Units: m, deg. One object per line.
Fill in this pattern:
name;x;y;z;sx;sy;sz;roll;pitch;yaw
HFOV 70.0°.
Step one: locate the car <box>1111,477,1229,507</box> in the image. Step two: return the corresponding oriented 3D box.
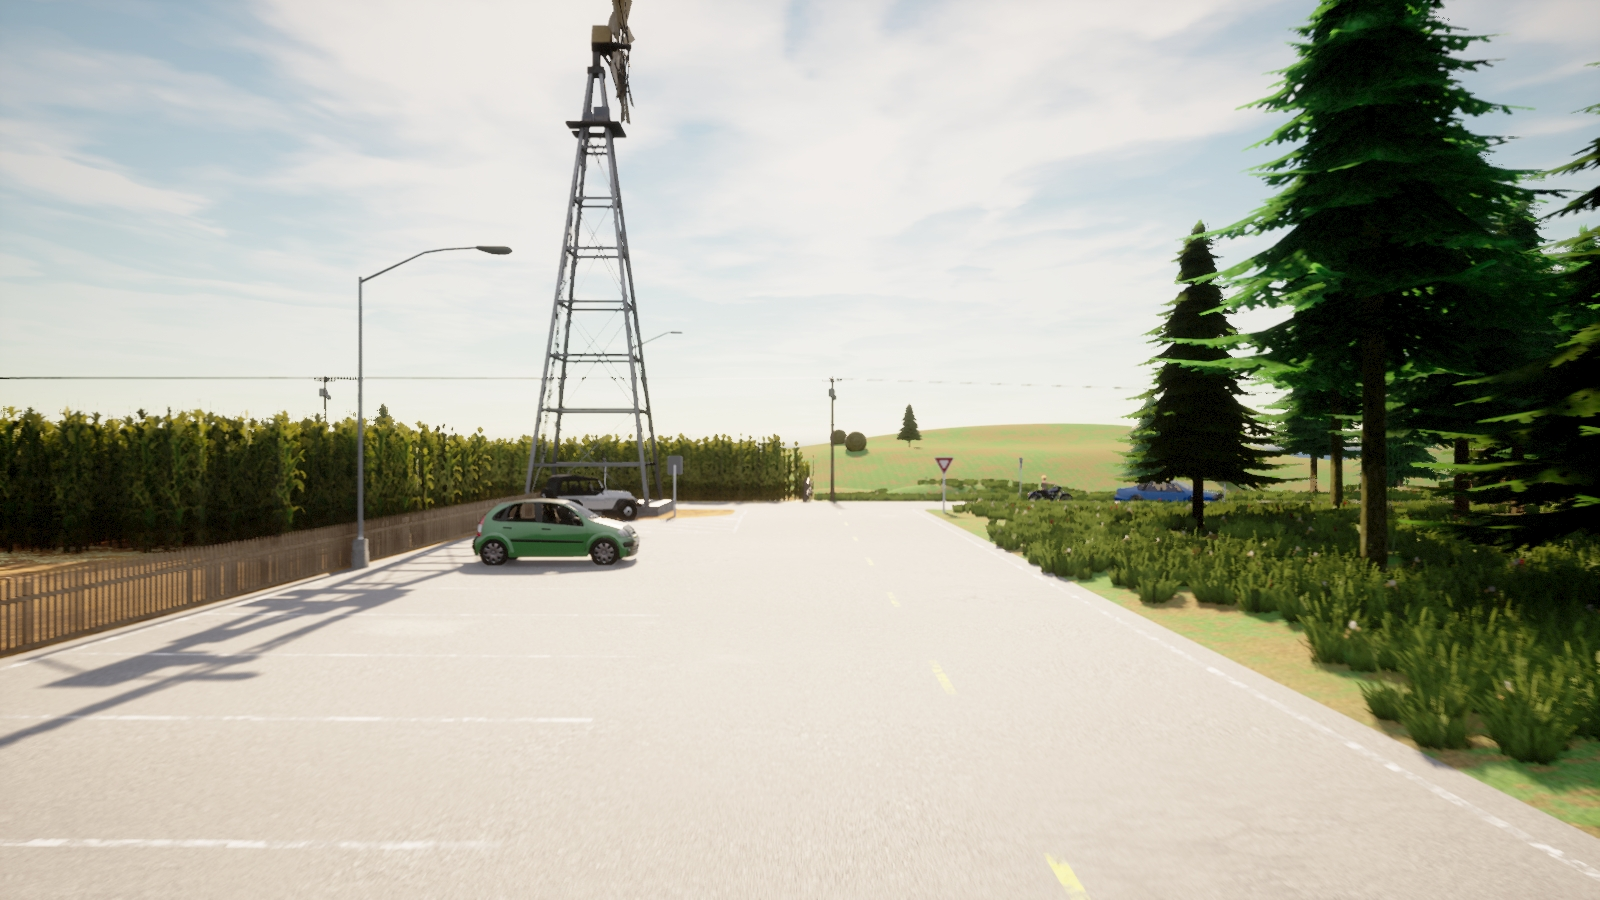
car;18.789;2.106;58.162;5.357;1.411;2.033;0;0;36
